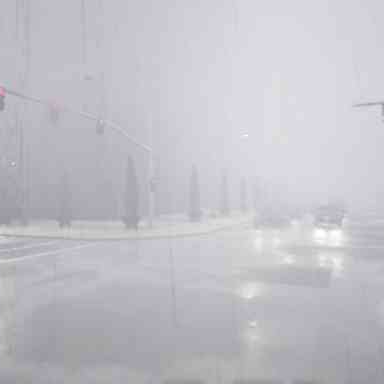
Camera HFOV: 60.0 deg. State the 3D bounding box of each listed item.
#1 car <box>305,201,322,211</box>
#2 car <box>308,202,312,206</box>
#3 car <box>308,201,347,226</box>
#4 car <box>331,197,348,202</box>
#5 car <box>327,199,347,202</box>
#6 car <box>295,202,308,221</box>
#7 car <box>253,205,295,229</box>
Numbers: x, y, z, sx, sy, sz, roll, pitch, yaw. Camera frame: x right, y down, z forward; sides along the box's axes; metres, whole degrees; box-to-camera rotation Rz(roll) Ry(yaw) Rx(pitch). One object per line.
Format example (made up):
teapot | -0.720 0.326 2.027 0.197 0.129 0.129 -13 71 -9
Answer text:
car | 18.158 2.097 49.591 1.895 1.301 4.718 -1 -1 26
car | 13.767 1.938 40.477 1.812 1.442 4.674 -1 -1 26
car | 10.444 1.718 25.363 2.128 1.511 4.902 -1 -1 26
car | 18.877 1.612 43.029 2.150 2.045 5.566 -1 -1 26
car | 14.431 1.809 33.709 1.837 1.490 4.892 -1 -1 26
car | 9.345 1.890 31.195 1.994 1.385 4.181 -1 -1 25
car | 5.725 1.820 23.605 1.994 1.385 4.181 -1 -1 26
